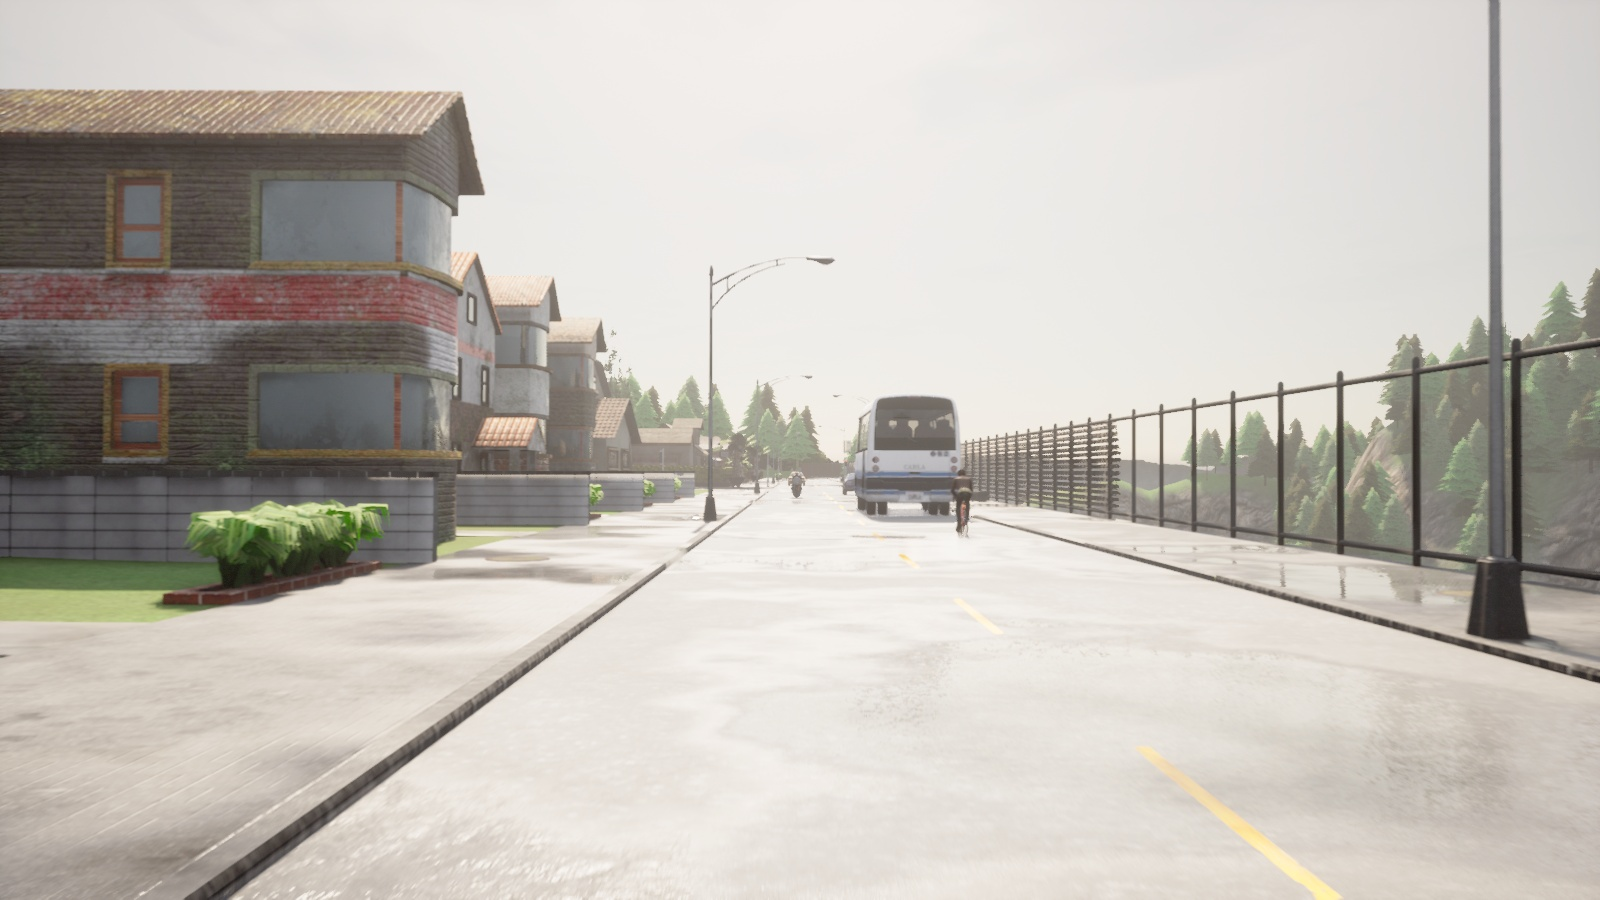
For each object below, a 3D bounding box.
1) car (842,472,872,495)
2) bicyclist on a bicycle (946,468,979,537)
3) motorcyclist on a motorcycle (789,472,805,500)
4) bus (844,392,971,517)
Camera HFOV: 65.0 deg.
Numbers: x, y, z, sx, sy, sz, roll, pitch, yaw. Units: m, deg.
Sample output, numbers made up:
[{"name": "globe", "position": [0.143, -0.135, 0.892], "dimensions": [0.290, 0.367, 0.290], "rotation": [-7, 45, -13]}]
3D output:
[{"name": "car", "position": [3.794, 2.231, 83.981], "dimensions": [1.812, 1.442, 4.674], "rotation": [0, -1, 0]}, {"name": "bicyclist on a bicycle", "position": [3.926, 1.261, 30.394], "dimensions": [0.582, 1.620, 1.656], "rotation": [0, -1, 0]}, {"name": "motorcyclist on a motorcycle", "position": [-0.174, 2.055, 71.985], "dimensions": [0.866, 1.530, 2.191], "rotation": [0, -1, 0]}, {"name": "bus", "position": [3.878, 0.229, 48.160], "dimensions": [3.944, 4.253, 10.273], "rotation": [0, -1, 0]}]
